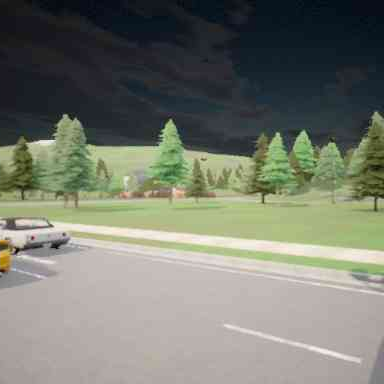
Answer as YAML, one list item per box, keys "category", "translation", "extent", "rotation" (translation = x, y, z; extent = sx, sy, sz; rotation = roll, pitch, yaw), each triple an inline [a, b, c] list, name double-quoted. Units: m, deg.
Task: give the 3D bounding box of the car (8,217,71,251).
- category: "car"
  translation: [-7.017, 1.638, 13.297]
  extent: [4.718, 1.301, 1.895]
  rotation: [0, 0, 36]

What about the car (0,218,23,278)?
- category: "car"
  translation: [-6.777, 1.507, 8.822]
  extent: [5.008, 1.535, 1.882]
  rotation: [0, 0, 36]
